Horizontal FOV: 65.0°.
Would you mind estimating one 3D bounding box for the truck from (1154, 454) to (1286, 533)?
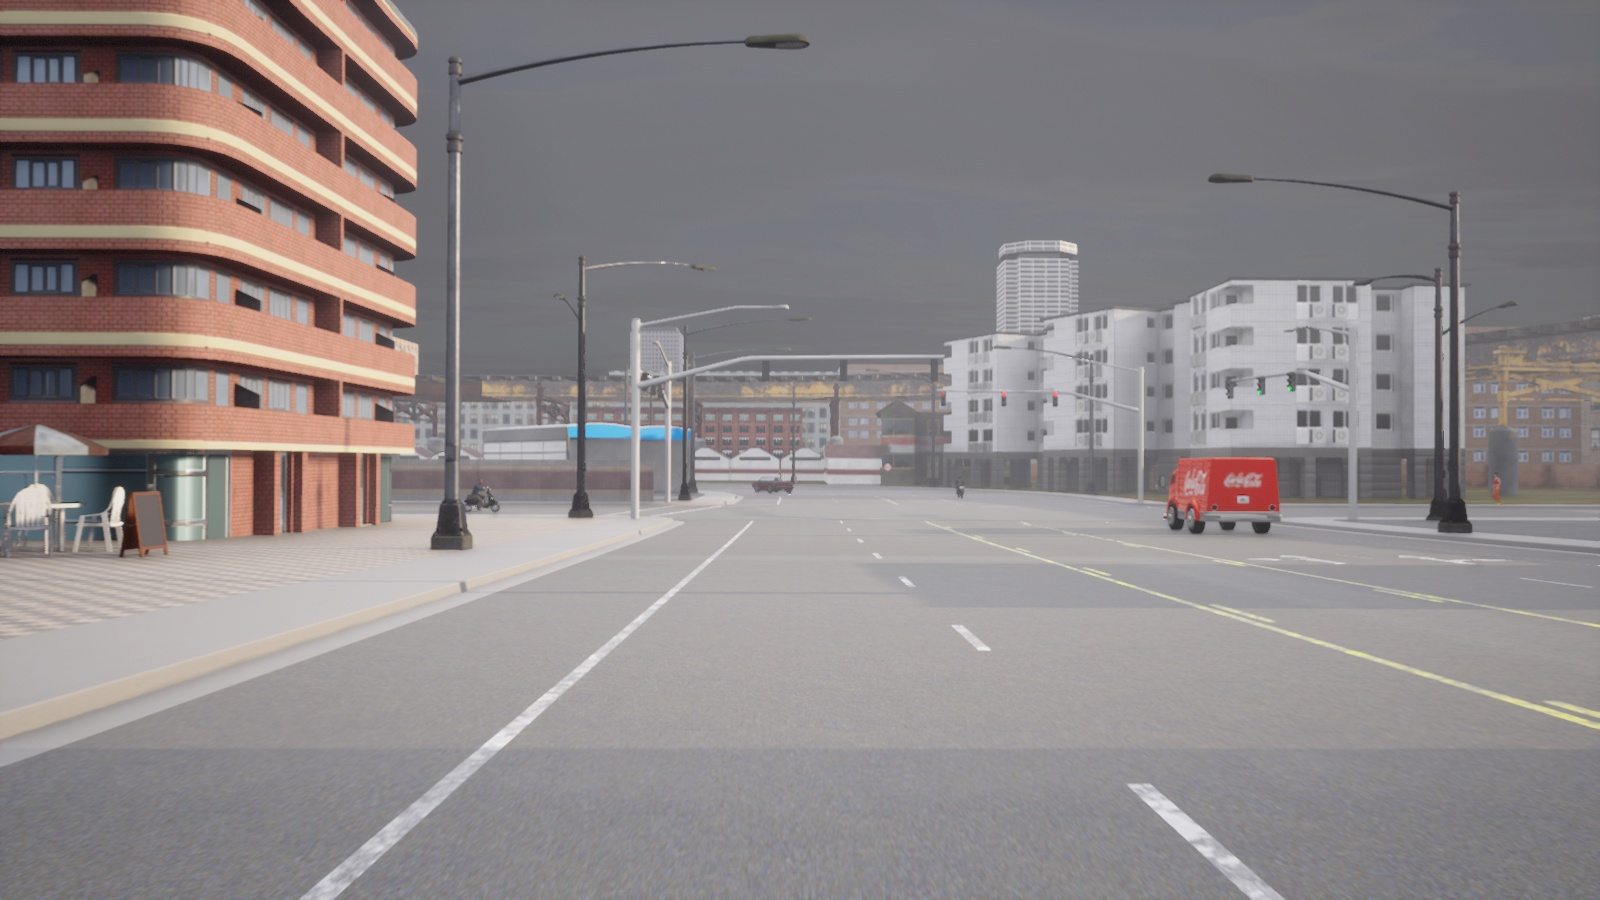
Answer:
[{"bbox_3d":[13.907,1.410,42.021,2.627,2.467,5.204,0,-1,-1],"label":"truck"}]

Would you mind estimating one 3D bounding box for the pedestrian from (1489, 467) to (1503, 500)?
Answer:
[{"bbox_3d":[39.603,1.900,71.438,0.594,1.836,0.345,0,-1,-4],"label":"pedestrian"}]

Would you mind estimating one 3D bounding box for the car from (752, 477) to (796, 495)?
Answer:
[{"bbox_3d":[-2.064,2.810,98.304,1.895,1.301,4.718,0,-1,-22],"label":"car"}]

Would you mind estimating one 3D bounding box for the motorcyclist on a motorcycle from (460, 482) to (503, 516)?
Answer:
[{"bbox_3d":[-14.985,2.286,59.081,1.817,1.590,0.866,0,-1,-3],"label":"motorcyclist on a motorcycle"}]
